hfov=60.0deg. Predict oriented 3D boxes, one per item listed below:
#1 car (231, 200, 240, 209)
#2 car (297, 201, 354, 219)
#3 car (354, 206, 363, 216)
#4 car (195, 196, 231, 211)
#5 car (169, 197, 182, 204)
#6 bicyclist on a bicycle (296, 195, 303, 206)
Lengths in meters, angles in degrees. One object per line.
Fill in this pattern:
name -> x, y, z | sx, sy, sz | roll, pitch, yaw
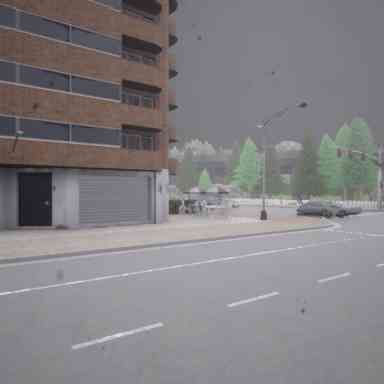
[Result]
car -> 4.109, 1.435, 43.697 | 2.128, 1.511, 4.902 | 0, 0, -39
car -> 10.948, 1.508, 28.148 | 1.994, 1.385, 4.181 | 0, 0, -31
car -> 13.356, 1.545, 31.251 | 1.895, 1.301, 4.718 | 0, 0, -36
car -> 2.082, 1.297, 40.612 | 2.097, 1.767, 4.553 | 0, 0, -38
car -> -3.822, 1.508, 56.273 | 4.181, 1.385, 1.994 | 0, 0, 32
bicyclist on a bicycle -> 15.323, 1.245, 47.313 | 1.656, 1.620, 0.582 | 0, 0, -36
